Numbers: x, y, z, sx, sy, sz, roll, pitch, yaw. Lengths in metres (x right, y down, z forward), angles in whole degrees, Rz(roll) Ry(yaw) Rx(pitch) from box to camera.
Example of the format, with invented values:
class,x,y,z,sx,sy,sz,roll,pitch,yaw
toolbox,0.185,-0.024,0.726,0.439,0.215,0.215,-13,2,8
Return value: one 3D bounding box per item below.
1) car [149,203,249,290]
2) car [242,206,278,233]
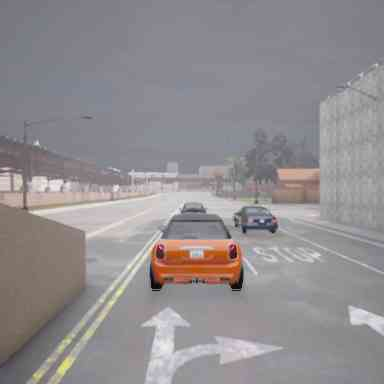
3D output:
class,x,y,z,sx,sy,sz,roll,pitch,yaw
car,0.101,1.349,9.245,2.097,1.767,4.553,0,0,0
car,3.602,1.541,19.584,2.033,1.411,5.357,0,0,0
